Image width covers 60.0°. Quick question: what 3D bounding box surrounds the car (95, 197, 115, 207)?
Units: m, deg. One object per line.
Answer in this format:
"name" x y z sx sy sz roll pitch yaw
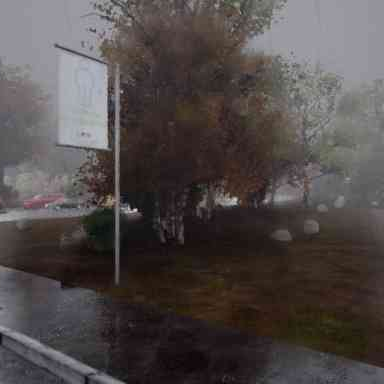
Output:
"car" -12.321 1.434 50.203 1.882 1.535 5.008 0 0 38

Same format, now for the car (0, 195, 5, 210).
"car" -21.618 1.221 32.802 2.150 2.045 5.566 0 0 39

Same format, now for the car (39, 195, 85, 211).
"car" -15.435 1.480 40.550 2.128 1.511 4.902 0 0 38

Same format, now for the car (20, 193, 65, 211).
"car" -18.621 1.211 42.159 2.150 2.045 5.566 0 0 38
